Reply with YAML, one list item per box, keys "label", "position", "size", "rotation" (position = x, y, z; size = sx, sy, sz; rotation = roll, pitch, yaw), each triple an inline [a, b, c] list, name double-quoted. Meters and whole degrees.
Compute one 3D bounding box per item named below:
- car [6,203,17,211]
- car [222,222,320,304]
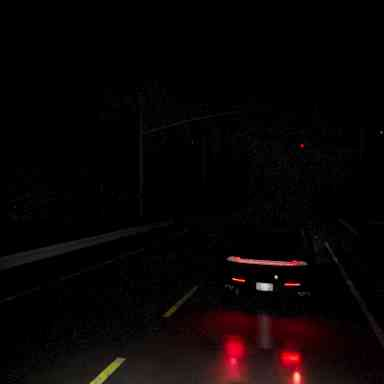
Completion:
- label: "car"
  position: [-21.158, 1.611, 35.334]
  size: [4.718, 1.301, 1.895]
  rotation: [0, 0, 17]
- label: "car"
  position: [2.070, 1.490, 8.270]
  size: [2.128, 1.511, 4.902]
  rotation: [0, 0, 18]
